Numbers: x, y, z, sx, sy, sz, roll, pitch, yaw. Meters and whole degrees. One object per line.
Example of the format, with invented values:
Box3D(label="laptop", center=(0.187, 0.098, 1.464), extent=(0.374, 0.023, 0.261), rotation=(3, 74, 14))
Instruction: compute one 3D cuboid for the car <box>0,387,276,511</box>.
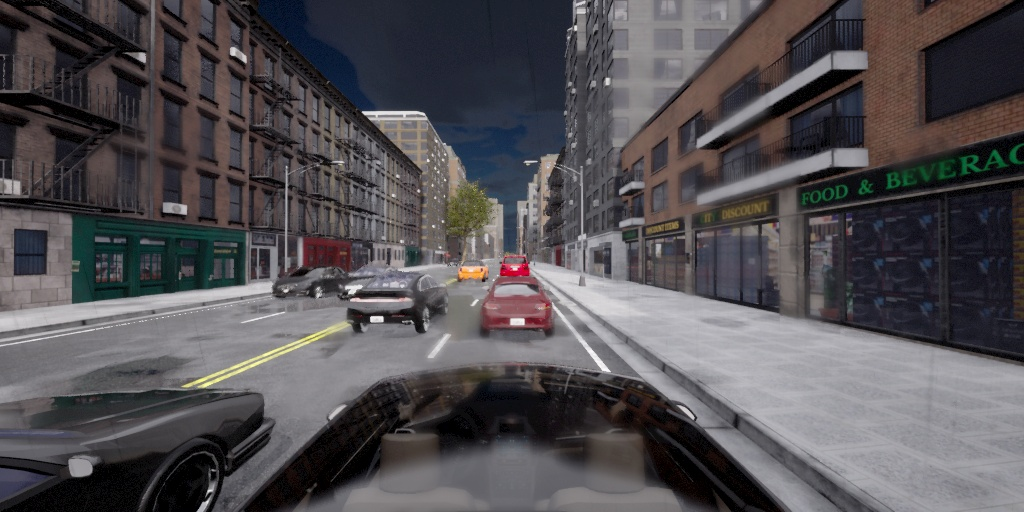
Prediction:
Box3D(label="car", center=(-3.160, 1.297, 0.852), extent=(2.033, 1.411, 5.357), rotation=(0, 0, 1))

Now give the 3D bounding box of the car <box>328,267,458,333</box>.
Box3D(label="car", center=(-3.111, 1.244, 10.669), extent=(2.128, 1.511, 4.902), rotation=(0, 0, 0))

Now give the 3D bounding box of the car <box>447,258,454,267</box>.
Box3D(label="car", center=(-9.519, 1.055, 59.276), extent=(2.128, 1.511, 4.902), rotation=(0, 0, 0))

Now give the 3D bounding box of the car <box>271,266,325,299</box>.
Box3D(label="car", center=(-9.787, 1.260, 17.954), extent=(1.837, 1.490, 4.892), rotation=(0, 0, 0))

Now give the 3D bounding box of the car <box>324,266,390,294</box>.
Box3D(label="car", center=(-6.540, 1.246, 17.171), extent=(2.128, 1.511, 4.902), rotation=(0, 0, 0))

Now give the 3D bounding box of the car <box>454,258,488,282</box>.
Box3D(label="car", center=(-3.042, 1.117, 28.956), extent=(2.097, 1.767, 4.553), rotation=(0, 0, 0))

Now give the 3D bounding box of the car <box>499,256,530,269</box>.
Box3D(label="car", center=(0.206, 0.984, 27.256), extent=(2.150, 2.045, 5.566), rotation=(0, 0, 0))

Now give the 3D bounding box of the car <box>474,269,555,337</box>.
Box3D(label="car", center=(0.132, 1.278, 10.164), extent=(1.812, 1.442, 4.674), rotation=(0, 0, 0))
